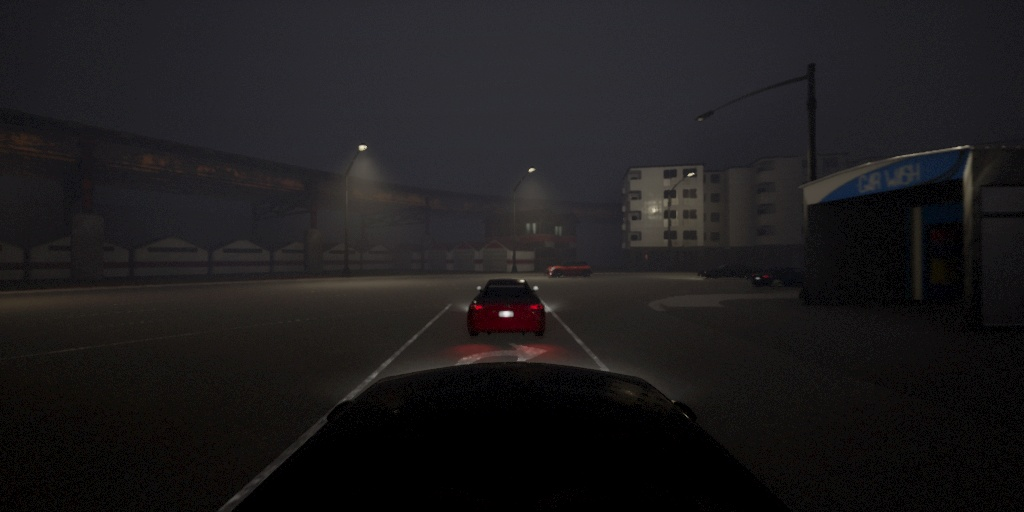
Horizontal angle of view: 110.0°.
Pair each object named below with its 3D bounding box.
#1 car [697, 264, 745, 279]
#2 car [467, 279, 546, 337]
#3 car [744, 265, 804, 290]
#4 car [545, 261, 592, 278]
[{"bbox_3d":[20.453,1.435,33.601,5.357,1.411,2.033,0,0,5],"label":"car"},{"bbox_3d":[-0.135,1.358,10.461,1.994,1.385,4.181,0,-1,0],"label":"car"},{"bbox_3d":[17.814,1.400,23.014,4.181,1.385,1.994,0,0,2],"label":"car"},{"bbox_3d":[5.629,1.272,36.063,4.553,1.767,2.097,0,0,-11],"label":"car"}]
